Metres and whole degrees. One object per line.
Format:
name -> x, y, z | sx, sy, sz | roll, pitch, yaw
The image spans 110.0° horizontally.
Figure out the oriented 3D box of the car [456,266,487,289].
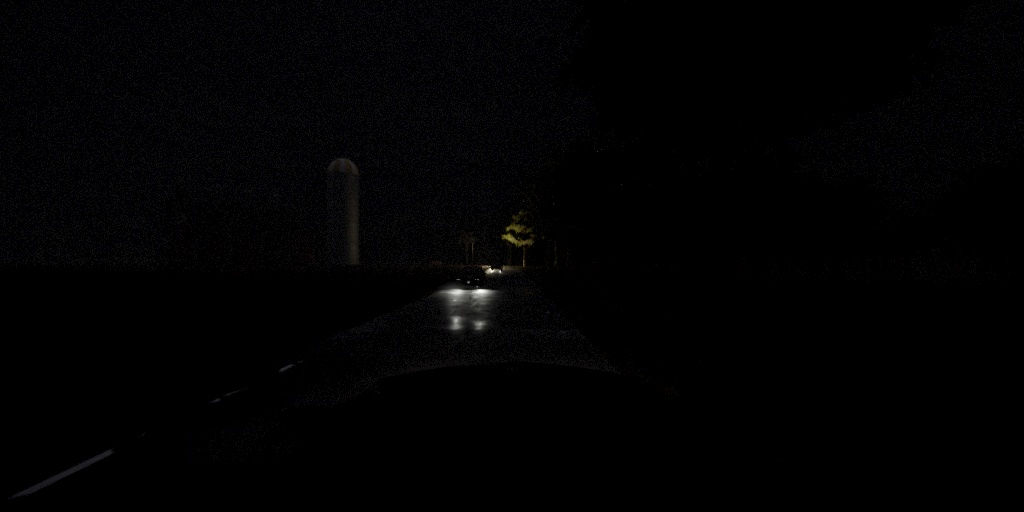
car -> -2.856, 1.494, 25.824 | 1.837, 1.490, 4.892 | 0, -1, 0
